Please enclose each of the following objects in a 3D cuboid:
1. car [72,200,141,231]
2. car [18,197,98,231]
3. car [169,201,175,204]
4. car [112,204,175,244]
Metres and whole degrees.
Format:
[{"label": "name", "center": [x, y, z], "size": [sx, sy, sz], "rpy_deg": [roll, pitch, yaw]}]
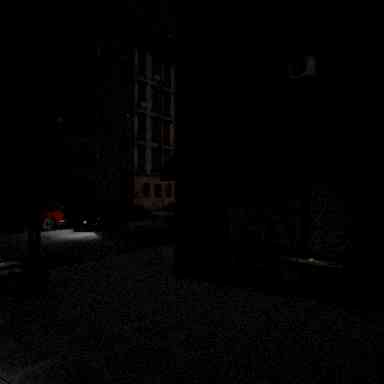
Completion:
[{"label": "car", "center": [-4.573, 1.440, 20.564], "size": [1.837, 1.490, 4.892], "rpy_deg": [1, 0, 36]}, {"label": "car", "center": [-7.838, 1.235, 20.363], "size": [2.192, 1.841, 5.009], "rpy_deg": [1, 0, 36]}, {"label": "car", "center": [-1.218, 1.473, 29.591], "size": [1.947, 1.339, 4.313], "rpy_deg": [1, 0, 36]}, {"label": "car", "center": [-1.226, 1.503, 15.815], "size": [1.752, 1.417, 4.829], "rpy_deg": [1, 0, 36]}]
